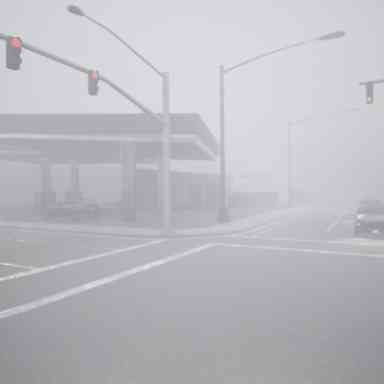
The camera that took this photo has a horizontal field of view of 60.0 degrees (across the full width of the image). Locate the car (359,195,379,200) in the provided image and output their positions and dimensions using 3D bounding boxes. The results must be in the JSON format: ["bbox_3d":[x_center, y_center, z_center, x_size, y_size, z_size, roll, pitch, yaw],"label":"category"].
[{"bbox_3d":[13.981,1.238,26.115,1.837,1.490,4.892,-1,0,28],"label":"car"}]

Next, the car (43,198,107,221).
[{"bbox_3d":[-9.194,1.296,25.292,4.611,1.667,2.242,-1,0,29],"label":"car"}]

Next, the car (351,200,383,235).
[{"bbox_3d":[9.453,1.368,17.340,2.033,1.411,5.357,-1,0,27],"label":"car"}]

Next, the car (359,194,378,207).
[{"bbox_3d":[23.448,1.042,44.197,2.128,1.511,4.902,-1,0,28],"label":"car"}]

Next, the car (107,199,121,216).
[{"bbox_3d":[-7.131,1.411,30.709,3.806,1.475,1.970,-1,0,29],"label":"car"}]
